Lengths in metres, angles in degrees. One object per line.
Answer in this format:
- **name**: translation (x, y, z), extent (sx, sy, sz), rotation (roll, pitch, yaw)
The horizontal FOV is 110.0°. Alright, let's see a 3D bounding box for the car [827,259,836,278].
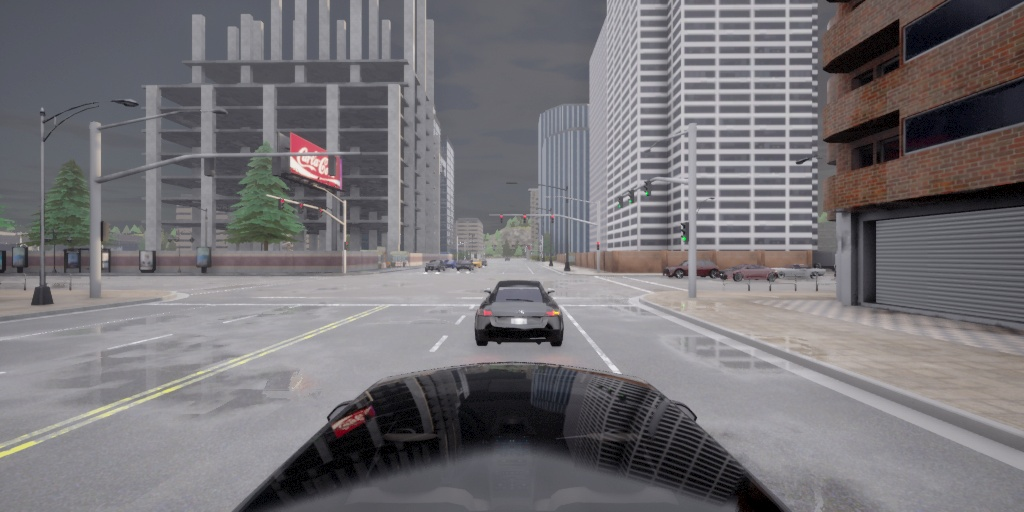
- **car**: translation (28.679, 1.227, 28.630), extent (5.008, 1.535, 1.882), rotation (0, 0, 1)

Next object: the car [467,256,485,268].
- **car**: translation (-6.091, 1.227, 59.399), extent (1.882, 1.535, 5.008), rotation (0, 0, 1)

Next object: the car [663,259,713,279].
- **car**: translation (16.068, 1.102, 32.301), extent (4.553, 1.767, 2.097), rotation (0, 0, 1)

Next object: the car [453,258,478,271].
- **car**: translation (-6.290, 1.297, 49.090), extent (2.033, 1.411, 5.357), rotation (0, 0, 1)

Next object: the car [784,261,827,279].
- **car**: translation (25.061, 1.351, 32.184), extent (4.718, 1.301, 1.895), rotation (0, 0, 1)

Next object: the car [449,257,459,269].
- **car**: translation (-9.665, 1.227, 55.701), extent (1.882, 1.535, 5.008), rotation (0, 0, 1)

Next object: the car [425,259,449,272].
- **car**: translation (-9.839, 1.254, 46.207), extent (1.837, 1.490, 4.892), rotation (0, 0, 1)

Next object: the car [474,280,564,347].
- **car**: translation (0.188, 1.314, 9.392), extent (1.994, 1.385, 4.181), rotation (0, 0, 1)

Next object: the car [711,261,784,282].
- **car**: translation (18.793, 1.314, 28.767), extent (4.181, 1.385, 1.994), rotation (0, 0, 1)
